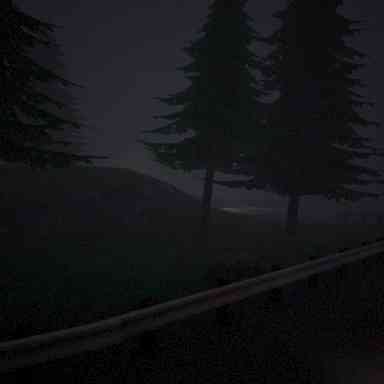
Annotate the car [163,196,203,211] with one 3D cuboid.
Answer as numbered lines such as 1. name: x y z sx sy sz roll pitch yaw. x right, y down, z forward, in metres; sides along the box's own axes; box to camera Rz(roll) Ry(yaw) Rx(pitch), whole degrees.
1. car: -0.712 1.321 39.658 4.553 1.767 2.097 0 0 36

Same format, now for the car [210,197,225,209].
1. car: 1.357 1.322 42.482 4.553 1.767 2.097 0 0 36

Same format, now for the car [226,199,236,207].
1. car: 4.095 1.455 49.137 4.902 1.511 2.128 0 0 36
